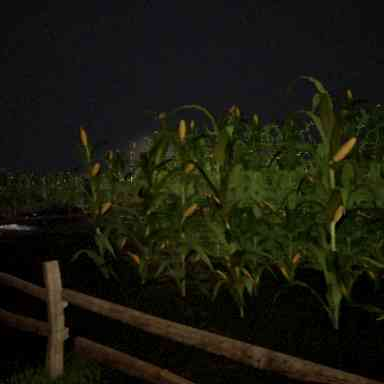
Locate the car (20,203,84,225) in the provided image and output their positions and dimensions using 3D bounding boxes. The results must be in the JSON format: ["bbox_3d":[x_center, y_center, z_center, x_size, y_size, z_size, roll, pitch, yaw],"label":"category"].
[{"bbox_3d":[-9.743,1.464,23.428,1.994,1.385,4.181,0,1,35],"label":"car"}]
